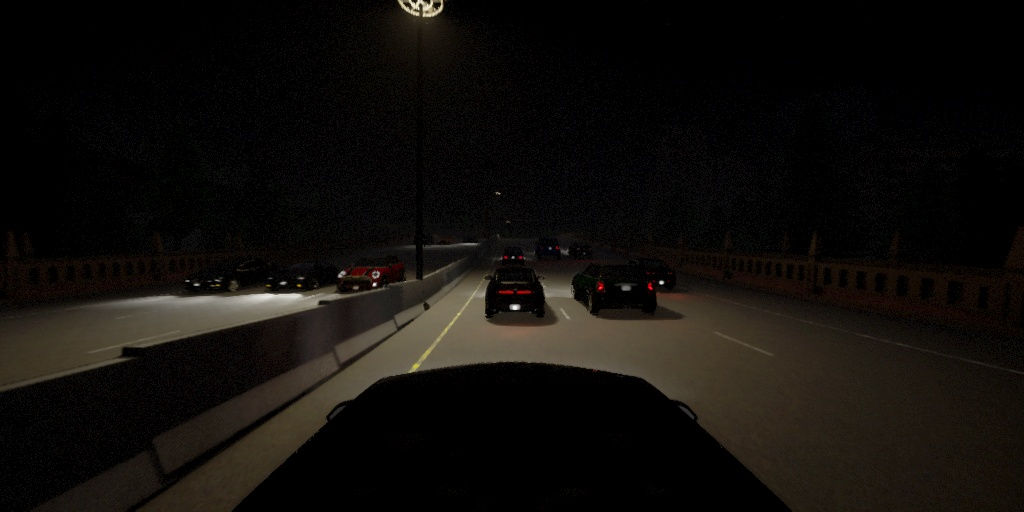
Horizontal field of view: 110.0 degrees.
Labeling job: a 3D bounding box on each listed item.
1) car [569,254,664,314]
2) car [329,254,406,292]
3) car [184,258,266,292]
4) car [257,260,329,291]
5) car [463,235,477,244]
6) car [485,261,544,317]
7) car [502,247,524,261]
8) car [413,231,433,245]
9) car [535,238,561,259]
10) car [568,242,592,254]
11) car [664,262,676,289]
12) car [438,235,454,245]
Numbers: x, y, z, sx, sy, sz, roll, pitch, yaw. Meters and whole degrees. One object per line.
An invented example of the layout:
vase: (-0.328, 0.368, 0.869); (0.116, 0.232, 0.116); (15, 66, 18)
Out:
car: (3.592, 0.971, 13.393); (2.097, 1.767, 4.553); (0, 2, 0)
car: (-7.102, 0.750, 18.502); (2.097, 1.767, 4.553); (0, 3, 0)
car: (-14.102, 0.909, 18.433); (1.837, 1.490, 4.892); (0, 3, 0)
car: (-10.602, 0.957, 18.599); (1.994, 1.385, 4.181); (0, 3, 0)
car: (-7.052, -2.875, 60.869); (1.994, 1.385, 4.181); (0, 6, 1)
car: (0.092, 1.147, 12.794); (1.837, 1.490, 4.892); (0, 2, 0)
car: (0.094, -0.060, 31.438); (2.033, 1.411, 5.357); (0, 6, 0)
car: (-14.065, -2.845, 56.963); (2.150, 2.045, 5.566); (0, 6, 1)
car: (3.594, -0.868, 36.424); (2.150, 2.045, 5.566); (0, 6, 0)
car: (7.093, -0.699, 37.483); (2.128, 1.511, 4.902); (0, 6, 0)
car: (7.096, 0.854, 19.413); (1.837, 1.490, 4.892); (0, 4, 0)
car: (-10.571, -2.615, 57.275); (1.882, 1.535, 5.008); (0, 6, 0)
